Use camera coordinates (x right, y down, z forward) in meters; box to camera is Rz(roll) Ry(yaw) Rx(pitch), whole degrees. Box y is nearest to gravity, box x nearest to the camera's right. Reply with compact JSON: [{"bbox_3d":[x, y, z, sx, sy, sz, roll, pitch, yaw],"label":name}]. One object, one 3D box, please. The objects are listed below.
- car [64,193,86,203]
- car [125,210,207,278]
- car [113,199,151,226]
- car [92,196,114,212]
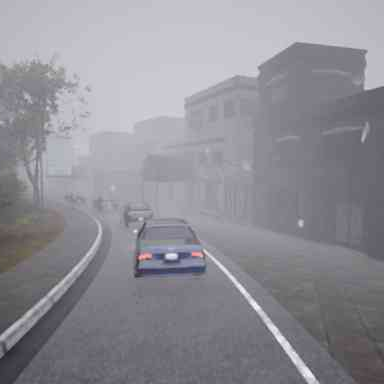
[{"bbox_3d":[-16.217,0.724,45.924,1.895,1.301,4.718,-3,5,-33],"label":"car"},{"bbox_3d":[-0.795,1.505,10.113,2.033,1.411,5.357,-1,0,-7],"label":"car"},{"bbox_3d":[-3.826,1.402,22.422,2.128,1.511,4.902,-1,1,-18],"label":"car"},{"bbox_3d":[-9.105,1.151,34.453,2.128,1.511,4.902,-2,3,-28],"label":"car"}]
